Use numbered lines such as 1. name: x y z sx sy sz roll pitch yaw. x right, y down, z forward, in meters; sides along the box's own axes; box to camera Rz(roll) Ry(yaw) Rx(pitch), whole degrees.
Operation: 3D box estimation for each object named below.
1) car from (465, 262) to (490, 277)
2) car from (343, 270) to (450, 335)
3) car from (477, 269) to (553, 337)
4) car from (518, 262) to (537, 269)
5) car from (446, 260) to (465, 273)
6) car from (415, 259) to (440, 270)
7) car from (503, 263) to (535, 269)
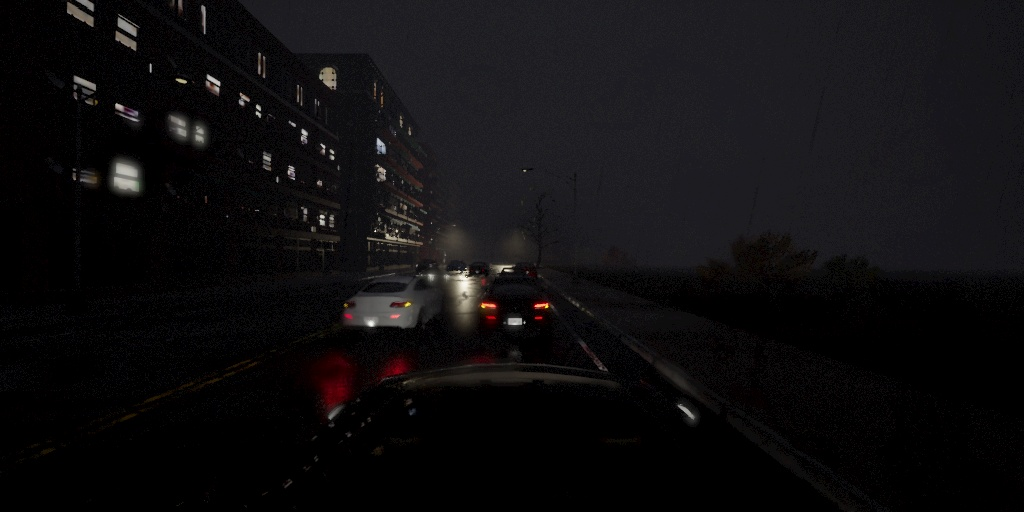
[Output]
1. car: -3.243 1.279 35.739 1.812 1.442 4.674 0 0 0
2. car: -3.175 1.277 10.371 1.812 1.442 4.674 0 0 0
3. car: 0.069 1.277 10.203 1.812 1.442 4.674 0 0 0
4. car: 1.061 1.232 29.899 1.882 1.535 5.008 0 0 0
5. car: -6.714 1.231 43.559 1.882 1.535 5.008 0 0 0
6. car: -9.961 1.105 42.483 2.097 1.767 4.553 0 0 0
7. car: 0.050 1.317 20.370 1.994 1.385 4.181 0 0 0
